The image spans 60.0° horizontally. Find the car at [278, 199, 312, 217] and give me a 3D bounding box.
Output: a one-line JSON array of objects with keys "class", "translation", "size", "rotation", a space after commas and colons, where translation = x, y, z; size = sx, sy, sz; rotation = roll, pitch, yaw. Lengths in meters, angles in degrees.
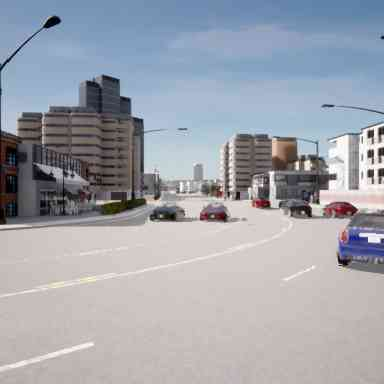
[{"class": "car", "translation": [9.644, 1.504, 30.960], "size": [1.837, 1.490, 4.892], "rotation": [1, 0, 3]}]

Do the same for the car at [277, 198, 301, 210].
[{"class": "car", "translation": [13.019, 1.564, 44.962], "size": [1.994, 1.385, 4.181], "rotation": [0, 0, -1]}]

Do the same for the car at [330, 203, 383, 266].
[{"class": "car", "translation": [6.330, 1.352, 10.908], "size": [2.097, 1.767, 4.553], "rotation": [0, 0, 37]}]

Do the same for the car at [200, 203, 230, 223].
[{"class": "car", "translation": [1.869, 1.564, 25.985], "size": [1.994, 1.385, 4.181], "rotation": [0, 0, 11]}]

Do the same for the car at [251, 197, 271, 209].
[{"class": "car", "translation": [9.494, 1.478, 46.077], "size": [1.882, 1.535, 5.008], "rotation": [0, 0, -1]}]

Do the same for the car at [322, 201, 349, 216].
[{"class": "car", "translation": [13.061, 1.526, 29.589], "size": [1.812, 1.442, 4.674], "rotation": [0, 0, 4]}]

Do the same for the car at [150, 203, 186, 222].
[{"class": "car", "translation": [-1.833, 1.564, 26.154], "size": [1.994, 1.385, 4.181], "rotation": [0, 0, 13]}]
